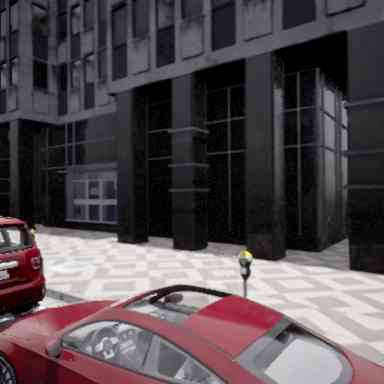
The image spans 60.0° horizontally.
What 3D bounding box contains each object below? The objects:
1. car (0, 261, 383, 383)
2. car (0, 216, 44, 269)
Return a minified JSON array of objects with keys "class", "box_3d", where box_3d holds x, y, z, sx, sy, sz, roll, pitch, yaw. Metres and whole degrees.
[{"class":"car","box_3d":[-0.301,1.597,3.179,4.206,1.307,1.802,-1,0,35]},{"class":"car","box_3d":[-4.867,1.372,6.428,5.009,1.841,2.192,-1,0,35]}]
